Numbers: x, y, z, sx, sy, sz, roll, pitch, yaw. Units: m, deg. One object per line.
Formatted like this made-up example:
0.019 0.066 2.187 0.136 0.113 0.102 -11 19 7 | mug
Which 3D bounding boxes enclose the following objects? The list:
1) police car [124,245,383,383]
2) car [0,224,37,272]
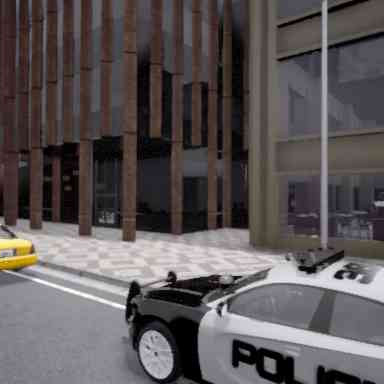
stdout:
1.314 1.479 3.796 5.238 1.638 1.930 0 -1 37 | police car
-6.686 1.522 9.930 5.366 1.575 1.801 0 -1 37 | car
